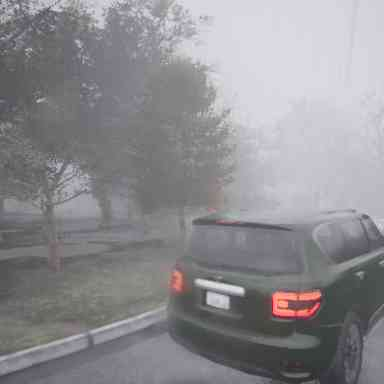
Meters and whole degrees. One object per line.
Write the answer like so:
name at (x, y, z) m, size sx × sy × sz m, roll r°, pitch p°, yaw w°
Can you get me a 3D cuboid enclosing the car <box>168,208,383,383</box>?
car at (2.037, 1.282, 5.646) m, size 2.150 × 2.045 × 5.566 m, roll -1°, pitch -1°, yaw 41°
